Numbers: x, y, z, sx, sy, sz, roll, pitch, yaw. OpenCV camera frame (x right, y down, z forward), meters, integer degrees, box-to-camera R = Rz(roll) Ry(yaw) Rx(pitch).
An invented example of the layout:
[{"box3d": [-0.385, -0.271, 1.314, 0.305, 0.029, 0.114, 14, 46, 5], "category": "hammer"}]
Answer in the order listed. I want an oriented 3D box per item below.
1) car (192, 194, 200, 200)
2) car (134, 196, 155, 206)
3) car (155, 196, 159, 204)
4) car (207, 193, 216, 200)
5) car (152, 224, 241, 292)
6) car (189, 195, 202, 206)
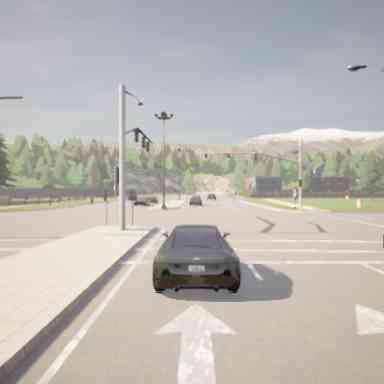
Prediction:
[{"box3d": [0.973, 1.234, 76.473, 1.895, 1.301, 4.718, 0, 0, 1], "category": "car"}, {"box3d": [-7.499, 1.417, 51.109, 2.033, 1.411, 5.357, 0, 0, 1], "category": "car"}, {"box3d": [-7.282, 1.408, 61.181, 1.994, 1.385, 4.181, 0, 0, 1], "category": "car"}, {"box3d": [4.472, 0.994, 76.362, 2.097, 1.767, 4.553, 0, 0, 1], "category": "car"}, {"box3d": [0.106, 1.541, 8.872, 1.994, 1.385, 4.181, 0, 0, 0], "category": "car"}, {"box3d": [0.586, 1.434, 51.018, 1.994, 1.385, 4.181, 0, 0, 1], "category": "car"}]
